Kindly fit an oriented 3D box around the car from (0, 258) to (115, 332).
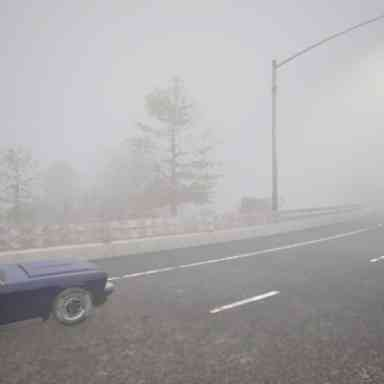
[{"bbox_3d":[-3.770,1.649,5.464,4.718,1.301,1.895,0,0,-36],"label":"car"}]
